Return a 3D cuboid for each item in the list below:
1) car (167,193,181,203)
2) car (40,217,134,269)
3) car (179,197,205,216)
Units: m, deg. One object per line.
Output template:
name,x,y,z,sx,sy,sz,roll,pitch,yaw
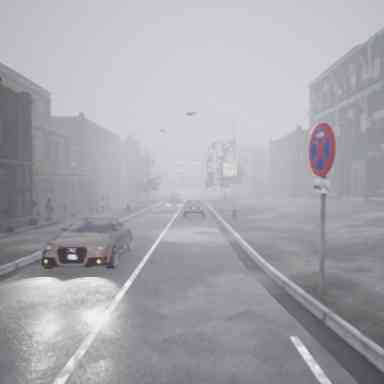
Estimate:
car,-2.817,0.889,53.865,2.097,1.767,4.553,0,1,1
car,-3.178,1.527,10.840,1.994,1.385,4.181,0,0,0
car,0.178,1.338,29.405,2.033,1.411,5.357,0,1,0
